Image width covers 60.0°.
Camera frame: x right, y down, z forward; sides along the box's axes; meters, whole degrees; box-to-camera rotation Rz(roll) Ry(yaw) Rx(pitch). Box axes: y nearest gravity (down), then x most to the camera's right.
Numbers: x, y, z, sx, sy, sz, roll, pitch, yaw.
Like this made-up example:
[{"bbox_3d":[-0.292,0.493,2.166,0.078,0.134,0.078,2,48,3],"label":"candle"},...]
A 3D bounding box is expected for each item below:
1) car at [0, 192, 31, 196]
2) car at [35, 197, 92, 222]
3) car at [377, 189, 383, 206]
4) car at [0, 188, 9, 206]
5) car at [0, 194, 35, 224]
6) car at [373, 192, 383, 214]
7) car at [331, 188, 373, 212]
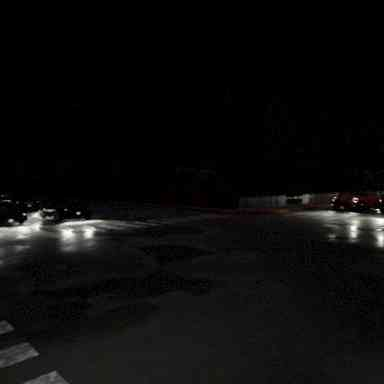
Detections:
[{"bbox_3d":[-14.340,0.770,27.720,2.128,1.511,4.902,-2,2,-43],"label":"car"},{"bbox_3d":[-7.979,1.014,20.901,1.994,1.385,4.181,-2,2,-43],"label":"car"},{"bbox_3d":[20.012,0.464,31.863,5.008,1.535,1.882,-1,2,-33],"label":"car"},{"bbox_3d":[-21.035,0.451,34.871,2.097,1.767,4.553,-2,2,-43],"label":"car"},{"bbox_3d":[-11.212,1.055,19.240,2.033,1.411,5.357,-2,2,-43],"label":"car"},{"bbox_3d":[15.196,0.460,23.553,5.566,2.045,2.150,-2,2,-42],"label":"car"},{"bbox_3d":[12.836,0.527,26.070,4.553,1.767,2.097,-2,2,-40],"label":"car"}]
